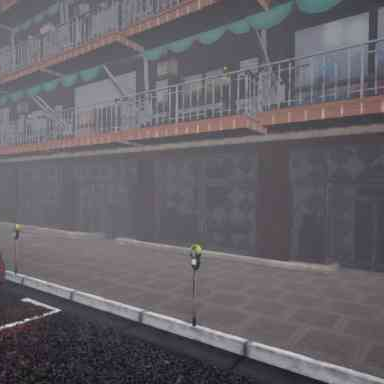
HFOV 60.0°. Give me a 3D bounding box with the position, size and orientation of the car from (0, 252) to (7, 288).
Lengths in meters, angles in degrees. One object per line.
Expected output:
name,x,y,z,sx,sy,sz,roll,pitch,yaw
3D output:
car,-6.051,1.524,7.680,4.674,1.442,1.812,0,0,36
